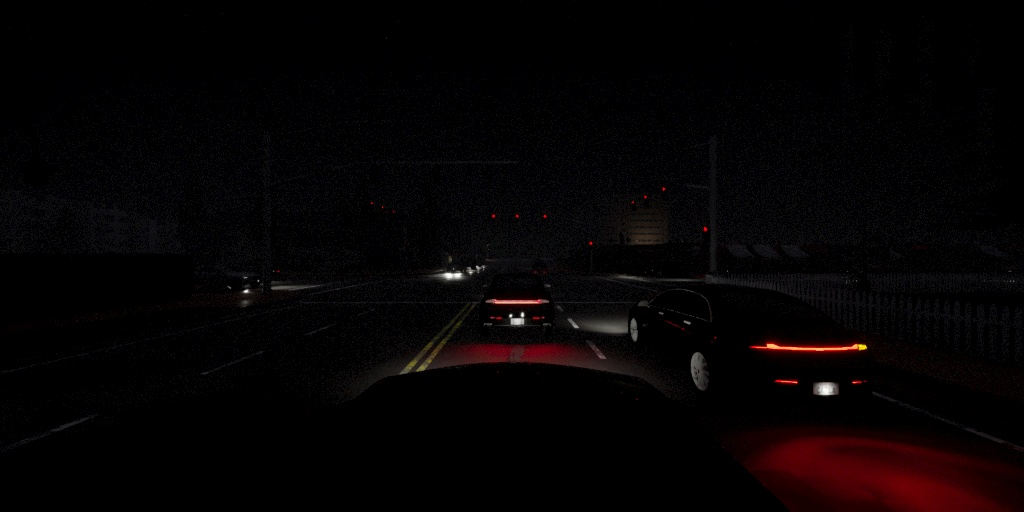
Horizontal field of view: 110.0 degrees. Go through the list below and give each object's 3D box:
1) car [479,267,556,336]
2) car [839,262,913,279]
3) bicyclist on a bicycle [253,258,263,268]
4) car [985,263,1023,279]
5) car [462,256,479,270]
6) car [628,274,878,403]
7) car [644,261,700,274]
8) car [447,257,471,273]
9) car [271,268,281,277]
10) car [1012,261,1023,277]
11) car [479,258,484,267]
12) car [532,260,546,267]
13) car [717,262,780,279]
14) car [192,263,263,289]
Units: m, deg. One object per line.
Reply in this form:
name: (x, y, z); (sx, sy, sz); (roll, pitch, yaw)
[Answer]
car: (0.138, 1.242, 10.391); (2.128, 1.511, 4.902); (0, 0, 0)
car: (30.972, 1.276, 30.271); (4.674, 1.442, 1.812); (0, 0, -1)
bicyclist on a bicycle: (-26.143, 1.051, 36.925); (0.582, 1.620, 1.656); (0, 0, -3)
car: (43.305, 1.276, 30.475); (4.674, 1.442, 1.812); (0, 0, -1)
car: (-6.728, 0.971, 54.583); (2.150, 2.045, 5.566); (0, 0, 1)
car: (3.591, 1.255, 6.484); (1.837, 1.490, 4.892); (0, 0, 1)
car: (14.948, 1.254, 33.556); (4.892, 1.490, 1.837); (0, 0, 1)
car: (-6.802, 1.241, 44.462); (2.128, 1.511, 4.902); (0, 0, 1)
car: (-22.064, 1.297, 29.329); (5.357, 1.411, 2.033); (0, 0, -2)
car: (51.344, 1.254, 34.055); (4.902, 1.511, 2.128); (0, 0, -1)
car: (-6.621, 1.256, 64.637); (1.837, 1.490, 4.892); (0, 0, 1)
car: (3.911, 1.275, 52.974); (1.812, 1.442, 4.674); (0, 0, 1)
car: (19.641, 1.241, 30.076); (4.902, 1.511, 2.128); (0, 0, -1)
car: (-18.143, 1.276, 22.329); (4.674, 1.442, 1.812); (0, 0, 0)
